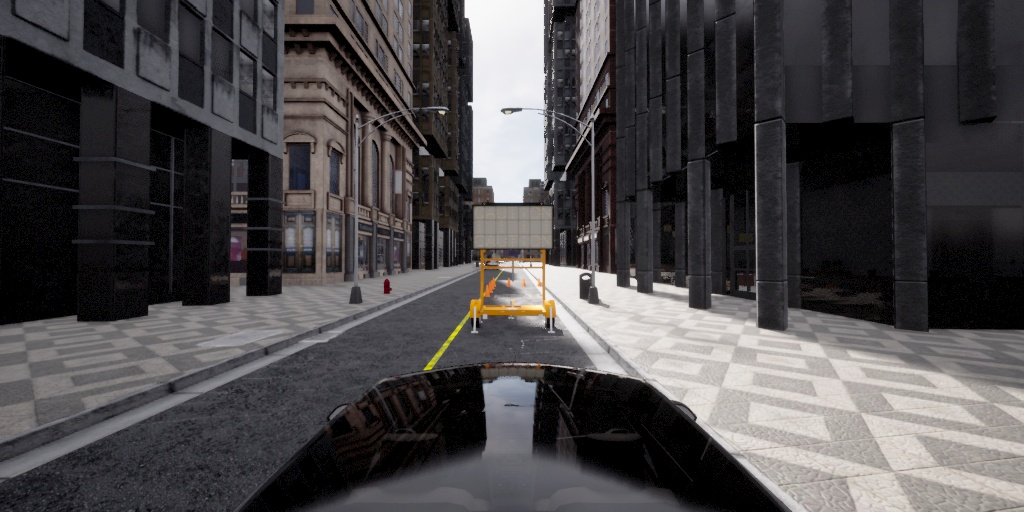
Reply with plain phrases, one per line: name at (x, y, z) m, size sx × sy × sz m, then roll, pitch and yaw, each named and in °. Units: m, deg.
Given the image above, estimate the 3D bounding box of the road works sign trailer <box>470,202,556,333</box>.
road works sign trailer at (0.029, 0.217, 10.712) m, size 2.380 × 3.560 × 2.880 m, roll 0°, pitch 0°, yaw 0°

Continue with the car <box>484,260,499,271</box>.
car at (-2.848, 1.281, 49.339) m, size 1.882 × 1.535 × 5.008 m, roll 0°, pitch 0°, yaw 0°
